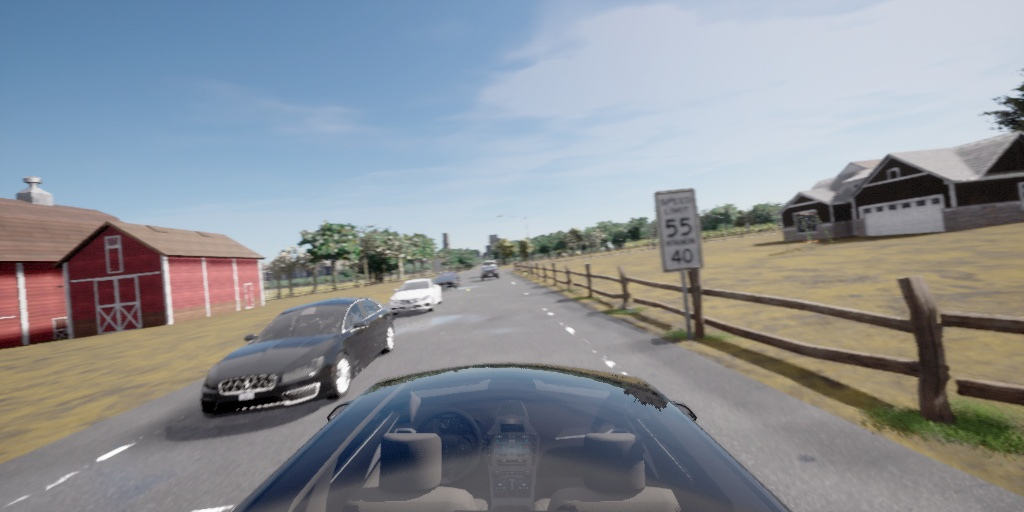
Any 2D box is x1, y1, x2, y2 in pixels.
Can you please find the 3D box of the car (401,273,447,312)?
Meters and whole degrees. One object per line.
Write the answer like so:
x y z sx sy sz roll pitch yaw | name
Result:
-4.470 1.835 17.178 1.812 1.442 4.674 -6 0 -4 | car

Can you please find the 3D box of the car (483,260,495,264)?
-3.135 1.699 49.459 2.150 2.045 5.566 -6 0 -4 | car

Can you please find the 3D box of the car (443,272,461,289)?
-5.362 2.051 30.228 2.033 1.411 5.357 -6 0 -4 | car

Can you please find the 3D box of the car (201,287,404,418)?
-3.787 1.683 7.283 1.837 1.490 4.892 -6 0 -4 | car

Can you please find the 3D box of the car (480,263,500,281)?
-2.360 1.798 38.555 1.812 1.442 4.674 -6 -1 -4 | car
